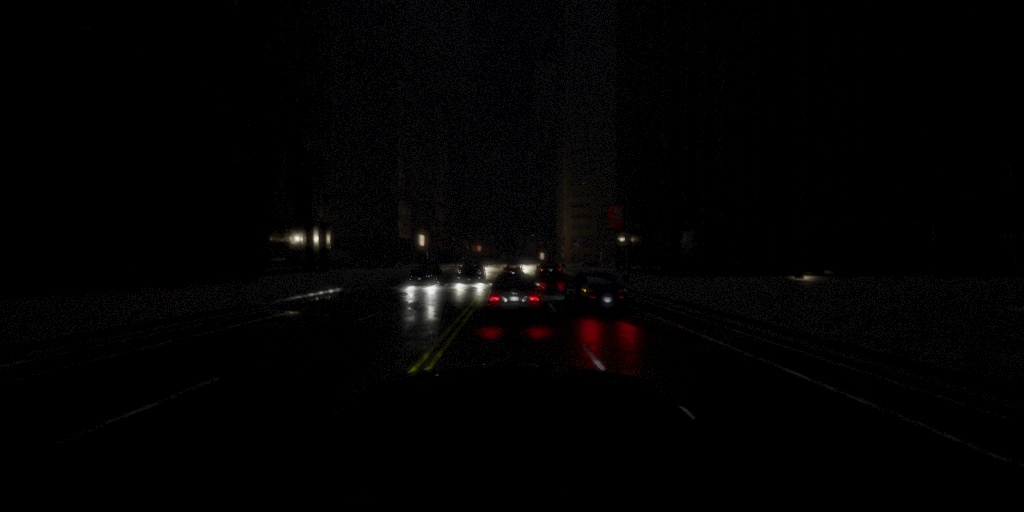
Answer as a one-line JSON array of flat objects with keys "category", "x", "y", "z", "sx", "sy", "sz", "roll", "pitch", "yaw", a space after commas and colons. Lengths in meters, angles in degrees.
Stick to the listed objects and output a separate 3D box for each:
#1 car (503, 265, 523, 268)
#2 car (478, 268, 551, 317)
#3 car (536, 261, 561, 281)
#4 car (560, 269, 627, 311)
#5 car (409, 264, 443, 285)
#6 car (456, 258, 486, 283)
[{"category": "car", "x": 0.091, "y": 1.481, "z": 33.478, "sx": 1.994, "sy": 1.385, "sz": 4.181, "roll": 0, "pitch": 0, "yaw": 0}, {"category": "car", "x": 0.085, "y": 1.364, "z": 13.398, "sx": 2.033, "sy": 1.411, "sz": 5.357, "roll": 0, "pitch": 0, "yaw": 0}, {"category": "car", "x": 3.341, "y": 1.266, "z": 32.819, "sx": 2.097, "sy": 1.767, "sz": 4.553, "roll": 0, "pitch": 0, "yaw": 0}, {"category": "car", "x": 3.337, "y": 1.349, "z": 14.797, "sx": 1.812, "sy": 1.442, "sz": 4.674, "roll": 0, "pitch": 0, "yaw": 0}, {"category": "car", "x": -6.603, "y": 1.398, "z": 27.968, "sx": 1.837, "sy": 1.490, "sz": 4.892, "roll": 0, "pitch": 0, "yaw": 0}, {"category": "car", "x": -3.352, "y": 1.254, "z": 30.141, "sx": 2.097, "sy": 1.767, "sz": 4.553, "roll": 0, "pitch": 0, "yaw": 0}]
